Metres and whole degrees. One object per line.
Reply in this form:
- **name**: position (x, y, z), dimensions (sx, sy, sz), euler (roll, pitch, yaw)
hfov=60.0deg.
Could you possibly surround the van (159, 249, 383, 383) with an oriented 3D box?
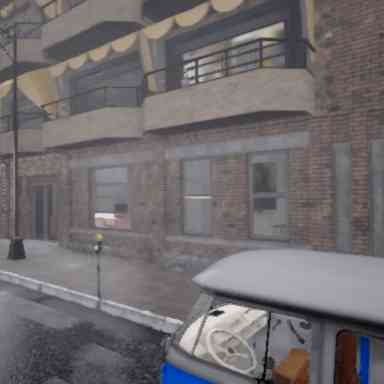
- **van**: position (1.596, 1.342, 1.758), dimensions (3.998, 1.788, 1.690), euler (0, -1, 36)
